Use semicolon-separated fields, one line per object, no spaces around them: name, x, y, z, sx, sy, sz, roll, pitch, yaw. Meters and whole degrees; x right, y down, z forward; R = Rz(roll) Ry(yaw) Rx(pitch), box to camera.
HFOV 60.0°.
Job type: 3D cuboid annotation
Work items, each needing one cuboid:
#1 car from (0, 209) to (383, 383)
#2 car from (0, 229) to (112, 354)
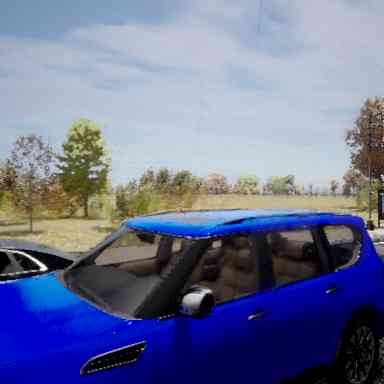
car;0.061;1.250;3.730;5.566;2.045;2.150;1;-1;-36
car;-3.875;1.500;4.915;4.892;1.490;1.837;1;-1;-36
